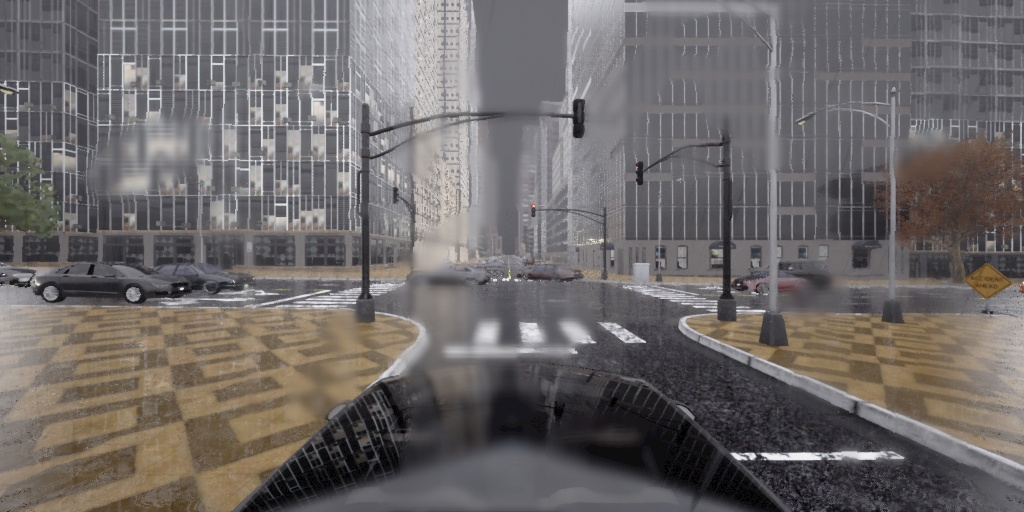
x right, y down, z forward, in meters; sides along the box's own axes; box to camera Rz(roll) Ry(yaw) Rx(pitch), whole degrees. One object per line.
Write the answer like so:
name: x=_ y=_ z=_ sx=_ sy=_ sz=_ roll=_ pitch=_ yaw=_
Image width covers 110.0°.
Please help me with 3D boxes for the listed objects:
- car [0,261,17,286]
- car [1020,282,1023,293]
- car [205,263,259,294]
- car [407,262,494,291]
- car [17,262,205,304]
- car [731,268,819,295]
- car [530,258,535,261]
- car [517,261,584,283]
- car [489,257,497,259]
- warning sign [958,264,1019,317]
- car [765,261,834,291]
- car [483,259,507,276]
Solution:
car: x=-25.374 y=0.801 z=16.768 sx=4.902 sy=1.511 sz=2.128 roll=1 pitch=0 yaw=-3
car: x=36.490 y=1.784 z=23.448 sx=4.553 sy=1.767 sz=2.097 roll=1 pitch=0 yaw=-3
car: x=-15.441 y=1.040 z=17.319 sx=5.357 sy=1.411 sz=2.033 roll=1 pitch=0 yaw=0
car: x=-3.675 y=1.230 z=21.360 sx=4.902 sy=1.511 sz=2.128 roll=1 pitch=-1 yaw=-3
car: x=-15.428 y=0.998 z=14.030 sx=4.892 sy=1.490 sz=1.837 roll=1 pitch=0 yaw=-3
car: x=16.091 y=1.629 z=22.389 sx=4.181 sy=1.385 sz=1.994 roll=1 pitch=0 yaw=-3
car: x=3.663 y=1.329 z=46.708 sx=1.948 sy=1.339 sz=4.313 roll=0 pitch=0 yaw=-1
car: x=2.927 y=1.319 z=28.040 sx=5.357 sy=1.411 sz=2.033 roll=0 pitch=0 yaw=39
car: x=-1.818 y=1.267 z=48.900 sx=1.837 sy=1.490 sz=4.892 roll=0 pitch=0 yaw=-1
warning sign: x=17.212 y=1.204 z=12.986 sx=1.060 sy=1.860 sz=1.300 roll=0 pitch=0 yaw=-3
car: x=19.933 y=1.356 z=25.845 sx=5.566 sy=2.045 sz=2.150 roll=1 pitch=0 yaw=-3
car: x=-1.715 y=1.314 z=38.497 sx=2.033 sy=1.411 sz=5.357 roll=0 pitch=0 yaw=-1
